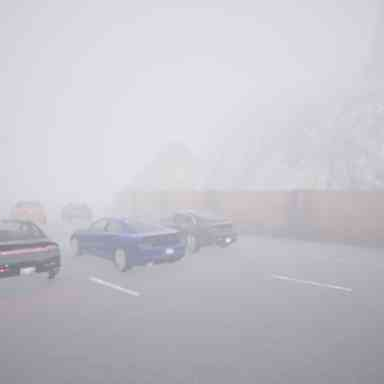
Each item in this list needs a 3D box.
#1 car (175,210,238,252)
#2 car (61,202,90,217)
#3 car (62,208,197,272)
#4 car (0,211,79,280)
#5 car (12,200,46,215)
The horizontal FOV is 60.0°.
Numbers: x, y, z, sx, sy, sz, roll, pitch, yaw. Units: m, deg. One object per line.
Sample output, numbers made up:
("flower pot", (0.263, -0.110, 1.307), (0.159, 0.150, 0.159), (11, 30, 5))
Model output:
("car", (-0.302, 1.534, 14.075), (1.837, 1.490, 4.892), (0, 0, -43))
("car", (-9.346, 1.540, 26.828), (2.128, 1.511, 4.902), (0, 0, -28))
("car", (-2.315, 1.499, 11.094), (1.882, 1.535, 5.008), (0, 0, -43))
("car", (-5.201, 1.507, 9.075), (2.128, 1.511, 4.902), (0, 0, -42))
("car", (-12.048, 1.392, 24.486), (2.097, 1.767, 4.553), (0, 0, -29))
